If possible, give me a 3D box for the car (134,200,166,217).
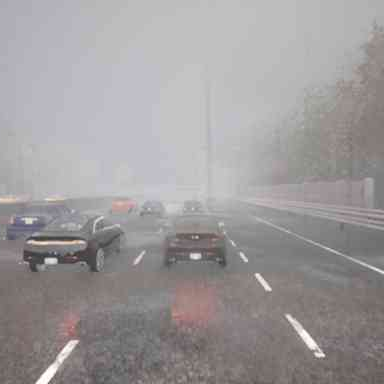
[{"bbox_3d":[-3.410,1.431,29.277,2.033,1.411,5.357,0,0,0],"label":"car"}]

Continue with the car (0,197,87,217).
[{"bbox_3d":[-6.907,1.284,16.225,2.097,1.767,4.553,0,0,0],"label":"car"}]

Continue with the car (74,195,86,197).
[{"bbox_3d":[-17.579,1.308,51.664,1.837,1.490,4.892,0,0,1],"label":"car"}]

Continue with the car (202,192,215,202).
[{"bbox_3d":[3.475,1.174,64.487,1.812,1.442,4.674,0,0,0],"label":"car"}]

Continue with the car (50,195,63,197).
[{"bbox_3d":[-21.074,1.282,51.338,1.882,1.535,5.008,0,0,0],"label":"car"}]

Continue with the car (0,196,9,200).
[{"bbox_3d":[-28.067,1.283,50.967,1.882,1.535,5.008,0,0,1],"label":"car"}]

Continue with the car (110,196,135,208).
[{"bbox_3d":[-6.914,1.217,34.188,2.097,1.767,4.553,0,0,0],"label":"car"}]

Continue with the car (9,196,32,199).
[{"bbox_3d":[-24.574,1.337,49.414,1.812,1.442,4.674,0,0,0],"label":"car"}]

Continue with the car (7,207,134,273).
[{"bbox_3d":[-3.404,1.446,10.462,2.128,1.511,4.902,0,0,0],"label":"car"}]

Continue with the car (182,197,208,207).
[{"bbox_3d":[0.087,1.429,29.651,2.033,1.411,5.357,0,0,0],"label":"car"}]

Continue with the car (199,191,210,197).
[{"bbox_3d":[3.470,0.859,78.516,2.150,2.045,5.566,0,0,0],"label":"car"}]

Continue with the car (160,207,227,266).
[{"bbox_3d":[0.095,1.456,11.276,1.837,1.490,4.892,0,0,0],"label":"car"}]
